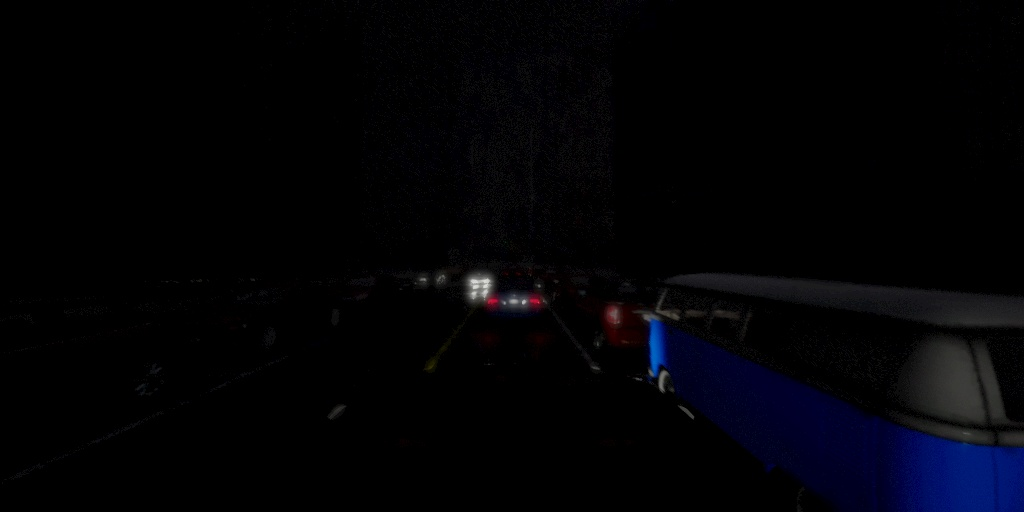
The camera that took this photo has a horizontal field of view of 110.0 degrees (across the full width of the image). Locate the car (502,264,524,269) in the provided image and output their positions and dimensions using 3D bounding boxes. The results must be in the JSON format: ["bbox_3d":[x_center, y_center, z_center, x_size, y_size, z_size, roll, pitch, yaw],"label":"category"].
[{"bbox_3d":[0.106,1.477,32.750,1.812,1.442,4.674,0,0,0],"label":"car"}]

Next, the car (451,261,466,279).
[{"bbox_3d":[-5.834,1.505,36.001,1.751,1.417,4.829,0,0,0],"label":"car"}]

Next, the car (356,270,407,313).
[{"bbox_3d":[-5.849,1.401,14.336,1.802,1.307,4.207,0,0,0],"label":"car"}]

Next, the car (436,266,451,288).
[{"bbox_3d":[-5.841,1.459,25.253,1.948,1.339,4.313,0,0,0],"label":"car"}]

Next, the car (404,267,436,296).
[{"bbox_3d":[-5.845,1.405,19.795,2.007,1.370,4.403,0,0,0],"label":"car"}]

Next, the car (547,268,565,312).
[{"bbox_3d":[2.676,1.364,14.325,1.888,1.381,4.507,0,0,0],"label":"car"}]

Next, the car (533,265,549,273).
[{"bbox_3d":[2.684,1.475,25.244,1.802,1.307,4.207,0,0,0],"label":"car"}]

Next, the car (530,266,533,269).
[{"bbox_3d":[2.691,1.524,36.162,1.888,1.381,4.507,0,0,0],"label":"car"}]

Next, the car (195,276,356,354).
[{"bbox_3d":[-5.853,1.332,8.877,1.888,1.381,4.507,0,0,0],"label":"car"}]

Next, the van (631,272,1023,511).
[{"bbox_3d":[2.669,1.099,3.407,1.690,1.789,3.998,0,0,0],"label":"van"}]

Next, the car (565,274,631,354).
[{"bbox_3d":[2.673,1.227,8.866,1.967,1.591,4.097,0,0,0],"label":"car"}]

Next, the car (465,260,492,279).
[{"bbox_3d":[-3.062,1.470,36.103,2.128,1.511,4.902,0,-1,0],"label":"car"}]

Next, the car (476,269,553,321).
[{"bbox_3d":[0.071,1.357,12.717,2.033,1.411,5.357,0,0,0],"label":"car"}]

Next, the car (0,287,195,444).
[{"bbox_3d":[-5.856,1.198,3.419,1.967,1.591,4.097,0,0,0],"label":"car"}]
